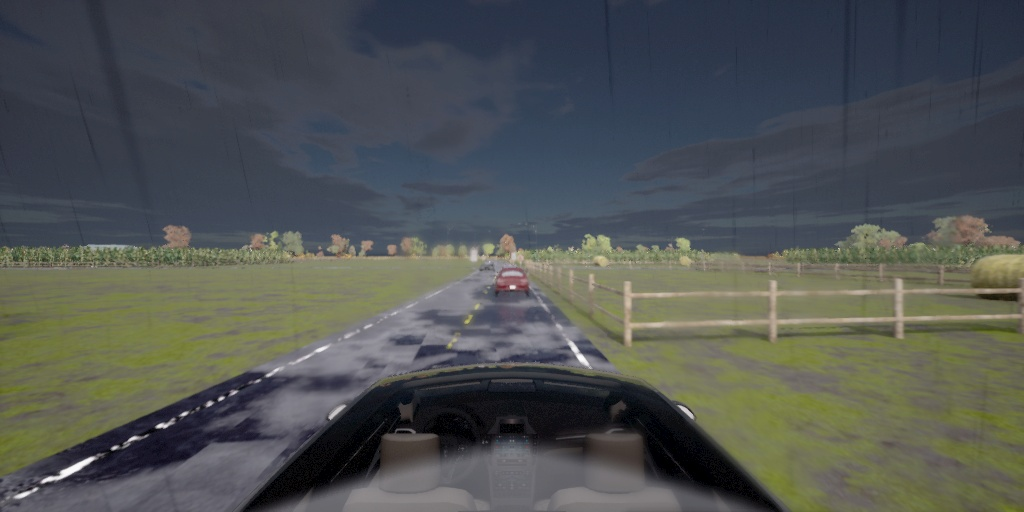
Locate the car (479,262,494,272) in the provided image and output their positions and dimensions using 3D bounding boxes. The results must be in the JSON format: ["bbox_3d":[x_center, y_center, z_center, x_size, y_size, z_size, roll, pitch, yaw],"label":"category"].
[{"bbox_3d":[-3.339,1.481,48.884,1.994,1.385,4.181,0,0,-1],"label":"car"}]

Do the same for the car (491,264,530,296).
[{"bbox_3d":[0.013,1.345,19.674,1.812,1.442,4.674,0,0,-1],"label":"car"}]
